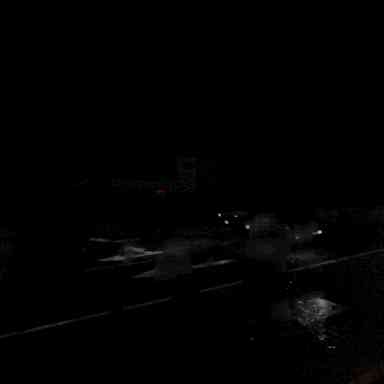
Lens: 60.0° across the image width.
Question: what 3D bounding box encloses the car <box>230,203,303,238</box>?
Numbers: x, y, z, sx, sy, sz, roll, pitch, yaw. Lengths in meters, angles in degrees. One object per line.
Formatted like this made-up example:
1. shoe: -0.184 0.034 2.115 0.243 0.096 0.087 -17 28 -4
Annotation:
1. car: 4.623 1.356 17.090 4.902 1.511 2.128 -1 0 -35

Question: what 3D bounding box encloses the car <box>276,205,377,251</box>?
1. car: 5.811 1.401 13.640 4.674 1.442 1.812 -1 0 -35

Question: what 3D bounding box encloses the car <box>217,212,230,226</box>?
1. car: 3.840 1.450 20.827 4.718 1.301 1.895 -1 0 -35
